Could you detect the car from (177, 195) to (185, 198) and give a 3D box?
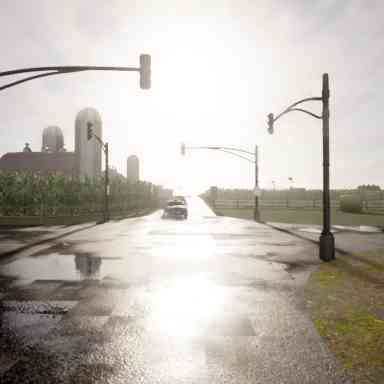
[{"bbox_3d":[-2.241,1.575,46.850,1.812,1.442,4.674,0,0,1],"label":"car"}]

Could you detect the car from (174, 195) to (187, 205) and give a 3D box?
[{"bbox_3d":[-2.083,1.428,61.805,2.097,1.767,4.553,0,0,1],"label":"car"}]

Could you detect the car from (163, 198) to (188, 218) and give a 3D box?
[{"bbox_3d":[-1.571,1.532,30.261,1.837,1.490,4.892,-1,0,-10],"label":"car"}]
